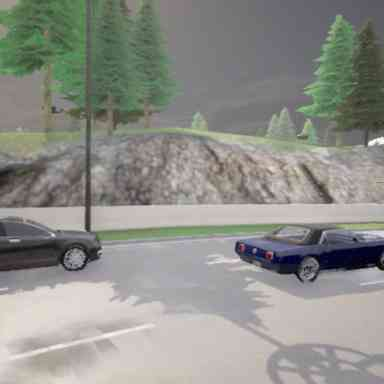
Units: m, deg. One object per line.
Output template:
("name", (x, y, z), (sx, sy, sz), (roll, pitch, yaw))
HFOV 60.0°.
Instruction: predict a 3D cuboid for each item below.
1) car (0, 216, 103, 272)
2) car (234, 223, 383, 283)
("car", (-4.860, 1.403, 8.839), (4.892, 1.490, 1.837), (0, 0, -34))
("car", (3.663, 1.545, 9.338), (4.718, 1.301, 1.895), (0, 0, -25))
